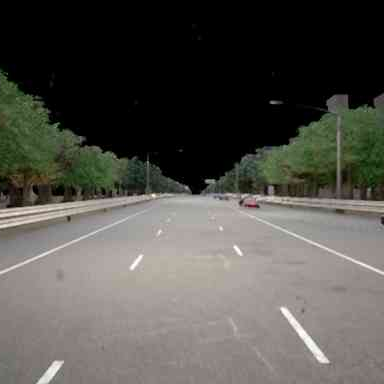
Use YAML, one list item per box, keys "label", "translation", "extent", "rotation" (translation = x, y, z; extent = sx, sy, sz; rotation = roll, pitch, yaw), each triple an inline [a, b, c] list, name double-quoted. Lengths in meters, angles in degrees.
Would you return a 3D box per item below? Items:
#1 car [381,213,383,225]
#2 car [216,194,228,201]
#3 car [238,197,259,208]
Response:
- label: "car"
  translation: [13.161, 1.455, 18.834]
  extent: [2.128, 1.511, 4.902]
  rotation: [0, 0, -19]
- label: "car"
  translation: [6.982, 1.193, 74.739]
  extent: [1.812, 1.442, 4.674]
  rotation: [0, 0, 0]
- label: "car"
  translation: [7.461, 1.375, 43.983]
  extent: [1.994, 1.385, 4.181]
  rotation: [0, 0, -4]
